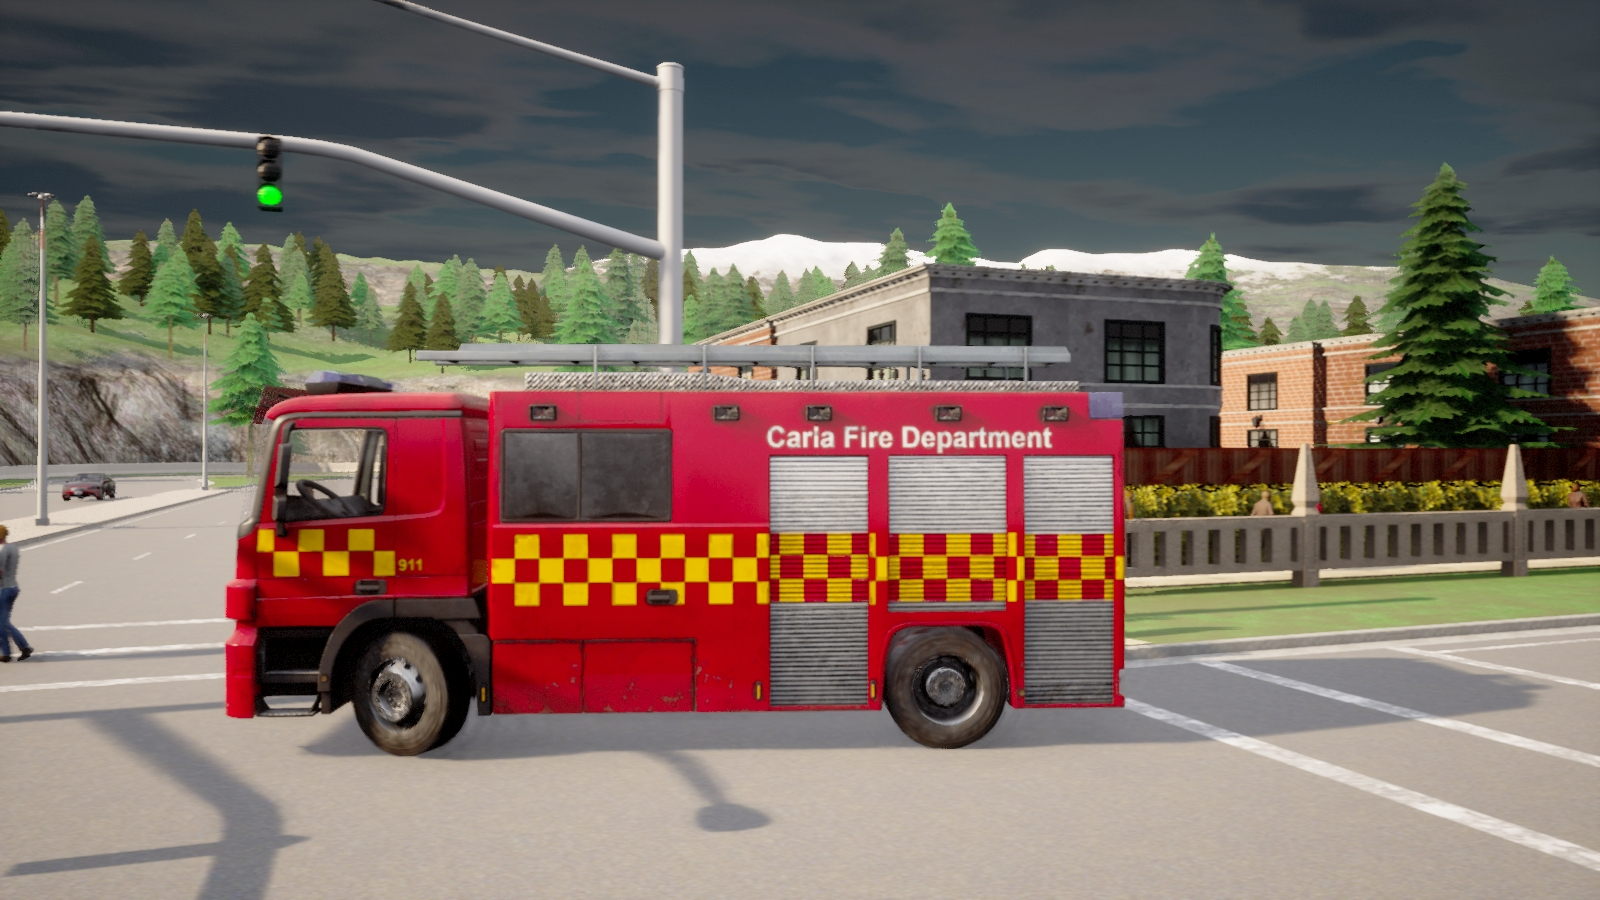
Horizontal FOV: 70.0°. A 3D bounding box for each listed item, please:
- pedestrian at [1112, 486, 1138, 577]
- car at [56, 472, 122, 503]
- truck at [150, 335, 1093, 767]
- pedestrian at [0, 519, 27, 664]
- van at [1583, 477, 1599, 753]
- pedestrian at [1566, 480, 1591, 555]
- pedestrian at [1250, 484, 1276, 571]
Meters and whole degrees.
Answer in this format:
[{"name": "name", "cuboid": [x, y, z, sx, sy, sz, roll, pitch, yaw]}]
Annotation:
[{"name": "pedestrian", "cuboid": [6.778, 1.696, 23.856, 0.375, 1.860, 0.375, 0, 0, -20]}, {"name": "car", "cuboid": [-39.505, 2.048, 63.580, 2.128, 1.511, 4.902, 0, 0, -19]}, {"name": "truck", "cuboid": [-1.602, 0.890, 11.779, 8.468, 3.827, 2.891, 0, 0, -3]}, {"name": "pedestrian", "cuboid": [-10.469, 1.849, 15.044, 0.375, 1.860, 0.375, 0, 0, -16]}, {"name": "van", "cuboid": [10.492, 1.534, 10.838, 5.915, 2.561, 1.988, 0, 0, -20]}, {"name": "pedestrian", "cuboid": [19.555, 1.697, 28.707, 0.375, 1.860, 0.375, 0, 0, -20]}, {"name": "pedestrian", "cuboid": [10.165, 1.693, 25.101, 0.375, 1.860, 0.375, 0, 0, -20]}]
